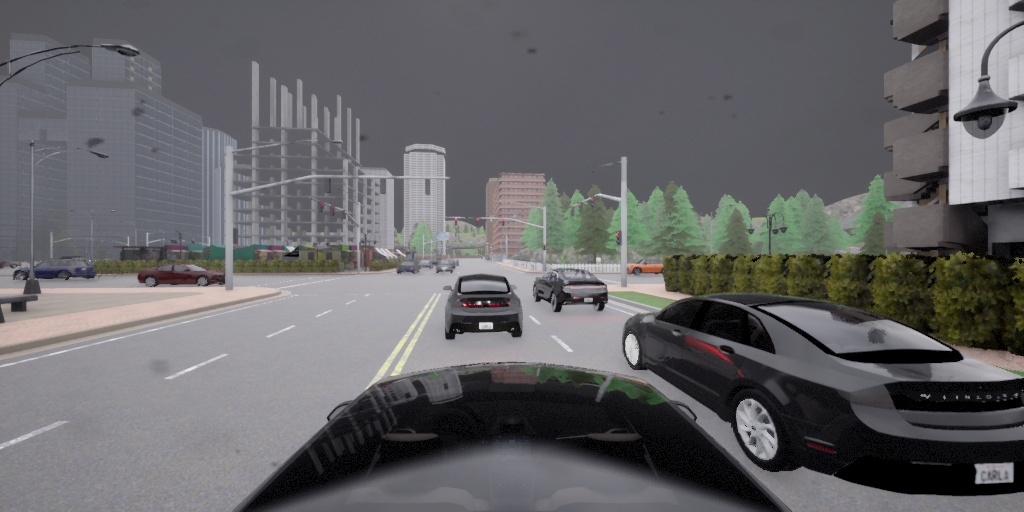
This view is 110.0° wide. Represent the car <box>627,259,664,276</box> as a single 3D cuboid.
[{"bbox_3d":[14.019,1.102,37.536,4.553,1.767,2.097,0,0,-5],"label":"car"}]

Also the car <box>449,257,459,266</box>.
[{"bbox_3d":[-9.764,1.298,55.825,2.033,1.411,5.357,0,0,-6],"label":"car"}]

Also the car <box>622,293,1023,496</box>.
[{"bbox_3d":[3.109,1.253,4.865,1.837,1.490,4.892,0,0,-4],"label":"car"}]

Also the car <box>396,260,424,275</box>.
[{"bbox_3d":[-11.512,1.297,40.066,2.033,1.411,5.357,0,0,-6],"label":"car"}]

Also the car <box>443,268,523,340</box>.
[{"bbox_3d":[-0.867,1.255,10.111,1.837,1.490,4.892,0,0,-7],"label":"car"}]

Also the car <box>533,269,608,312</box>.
[{"bbox_3d":[2.126,1.242,14.230,2.128,1.511,4.902,0,0,-9],"label":"car"}]

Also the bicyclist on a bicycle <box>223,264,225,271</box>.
[{"bbox_3d":[-29.555,1.011,37.399,0.582,1.620,1.656,0,5,-5],"label":"bicyclist on a bicycle"}]

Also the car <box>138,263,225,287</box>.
[{"bbox_3d":[-21.421,1.228,23.635,5.008,1.535,1.882,0,0,-5],"label":"car"}]

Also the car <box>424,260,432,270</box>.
[{"bbox_3d":[-13.084,1.276,54.110,1.812,1.442,4.674,0,1,-6],"label":"car"}]

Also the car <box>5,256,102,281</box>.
[{"bbox_3d":[-37.481,1.102,29.432,4.553,1.767,2.097,0,0,-5],"label":"car"}]

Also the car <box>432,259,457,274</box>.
[{"bbox_3d":[-7.725,1.242,40.902,2.128,1.511,4.902,0,0,-11],"label":"car"}]
